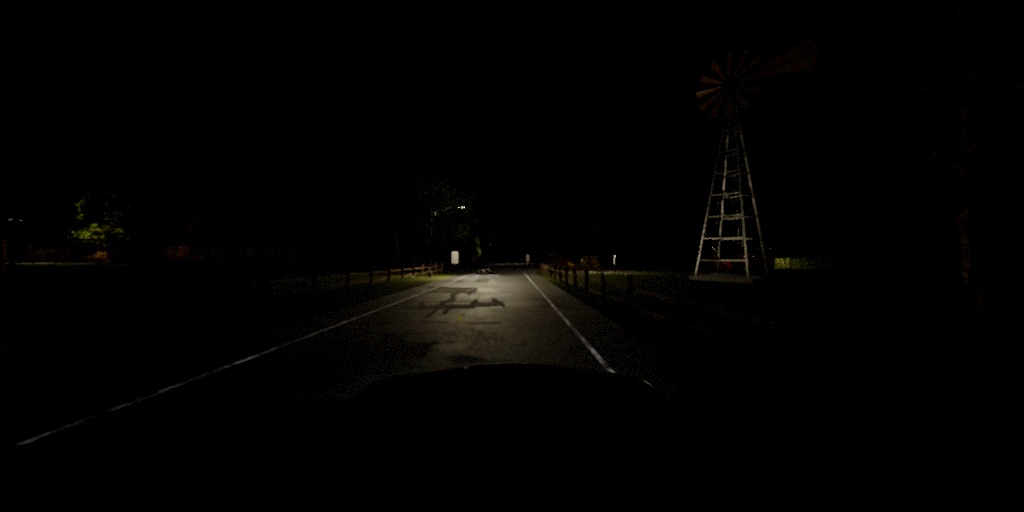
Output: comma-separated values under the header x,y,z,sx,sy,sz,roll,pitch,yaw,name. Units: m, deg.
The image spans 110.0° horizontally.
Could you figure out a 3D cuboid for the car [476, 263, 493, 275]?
x,y,z,sx,sy,sz,roll,pitch,yaw,name
-3.545,1.662,47.290,1.837,1.490,4.892,0,-1,1,car
